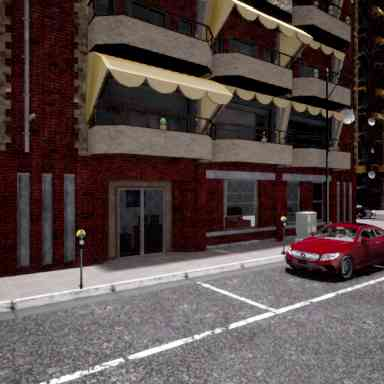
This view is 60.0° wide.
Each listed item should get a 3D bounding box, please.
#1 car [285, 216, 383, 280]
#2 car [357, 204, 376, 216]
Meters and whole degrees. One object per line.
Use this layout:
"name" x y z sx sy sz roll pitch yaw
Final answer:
"car" 4.594 1.582 9.888 4.206 1.307 1.802 0 0 -35
"car" 15.537 1.806 32.935 2.128 1.511 4.902 0 -1 -36
